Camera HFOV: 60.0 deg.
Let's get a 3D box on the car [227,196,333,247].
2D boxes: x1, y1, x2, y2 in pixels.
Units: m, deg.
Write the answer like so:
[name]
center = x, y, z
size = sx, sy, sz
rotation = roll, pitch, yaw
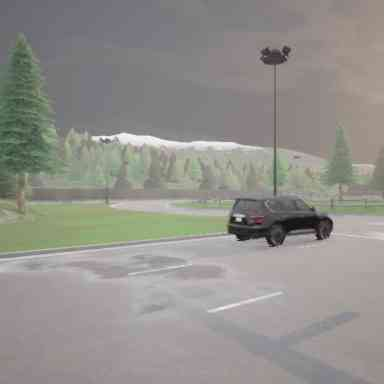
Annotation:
[car]
center = 4.108, 1.220, 15.249
size = 5.566, 2.045, 2.150
rotation = 0, 0, -35
